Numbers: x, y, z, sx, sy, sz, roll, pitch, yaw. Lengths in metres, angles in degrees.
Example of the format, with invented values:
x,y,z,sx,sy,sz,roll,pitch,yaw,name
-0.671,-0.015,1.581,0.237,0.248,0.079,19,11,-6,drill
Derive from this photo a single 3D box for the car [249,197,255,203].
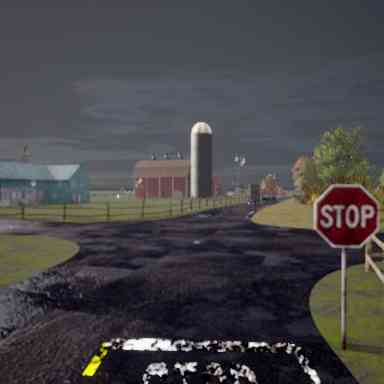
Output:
x,y,z,sx,sy,sz,roll,pitch,yaw,name
12.858,1.454,68.032,2.128,1.511,4.902,0,0,19,car

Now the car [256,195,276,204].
x,y,z,sx,sy,sz,roll,pitch,yaw,name
14.089,1.460,63.189,2.128,1.511,4.902,0,0,19,car
